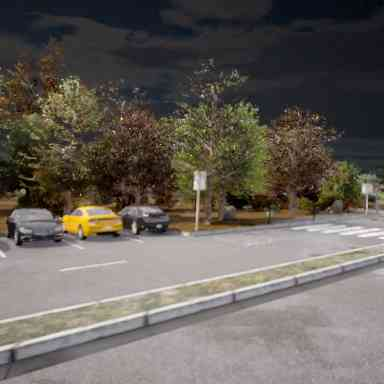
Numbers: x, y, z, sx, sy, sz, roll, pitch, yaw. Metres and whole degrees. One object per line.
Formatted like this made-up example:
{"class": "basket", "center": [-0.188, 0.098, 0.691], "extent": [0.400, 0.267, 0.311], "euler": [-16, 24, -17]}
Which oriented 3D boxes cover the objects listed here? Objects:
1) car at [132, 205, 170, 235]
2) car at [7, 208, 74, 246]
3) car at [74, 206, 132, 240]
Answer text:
{"class": "car", "center": [-3.080, 1.484, 19.016], "extent": [2.231, 1.521, 4.892], "euler": [-1, 0, -35]}
{"class": "car", "center": [-7.576, 1.520, 15.834], "extent": [2.231, 1.521, 4.892], "euler": [0, 0, -35]}
{"class": "car", "center": [-5.326, 1.502, 17.420], "extent": [2.097, 1.535, 5.008], "euler": [0, 0, -35]}
